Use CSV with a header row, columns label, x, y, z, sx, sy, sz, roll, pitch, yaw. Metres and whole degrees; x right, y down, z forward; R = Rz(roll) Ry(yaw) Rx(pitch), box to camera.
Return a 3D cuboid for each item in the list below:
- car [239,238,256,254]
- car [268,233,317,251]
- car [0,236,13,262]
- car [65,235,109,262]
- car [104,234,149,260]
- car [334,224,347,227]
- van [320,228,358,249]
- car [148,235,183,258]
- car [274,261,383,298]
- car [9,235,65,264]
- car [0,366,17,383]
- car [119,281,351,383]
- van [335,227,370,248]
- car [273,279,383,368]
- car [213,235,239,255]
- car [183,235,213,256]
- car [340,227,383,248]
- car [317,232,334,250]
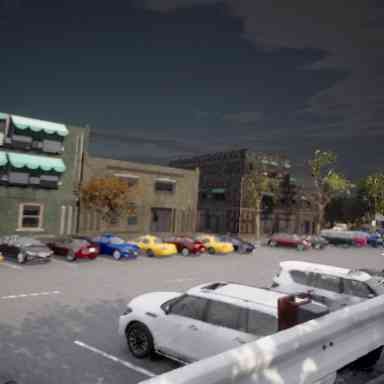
label,x,y,z,sx,sy,sz,roll,pitch,yaw
car,3.661,4.861,31.426,4.792,1.488,2.163,1,-4,34
car,10.803,5.362,36.632,4.553,1.767,2.185,1,-4,34
car,-12.974,3.297,19.276,5.366,1.575,1.946,1,-4,34
car,-8.368,3.764,22.829,4.792,1.488,2.163,1,-3,34
car,-5.950,3.953,24.536,5.008,1.535,2.097,1,-4,35
car,31.644,7.965,70.912,2.435,2.045,5.566,2,-2,36
van,17.919,5.916,41.854,4.442,1.987,1.878,1,-3,34
car,-3.706,4.167,26.363,5.366,1.575,1.946,1,-4,34
car,5.634,3.859,11.957,5.566,2.045,2.435,3,-2,34
car,-10.741,3.517,21.094,4.892,1.521,2.231,1,-4,34
car,-4.160,3.089,4.916,4.553,1.767,2.185,3,-2,34
car,0.691,3.409,8.468,5.566,2.045,2.435,3,-2,34
van,20.315,6.134,43.577,4.442,1.987,1.878,1,-3,34
car,3.118,3.913,10.222,4.792,1.488,2.163,3,-2,34
car,1.084,4.605,29.810,5.366,1.575,1.946,1,-3,34
car,-1.151,4.392,27.992,5.008,1.535,2.097,1,-3,34
car,22.836,6.330,45.229,5.566,2.045,2.435,1,-4,34
car,13.222,5.708,38.335,4.892,1.521,2.231,1,-3,34
